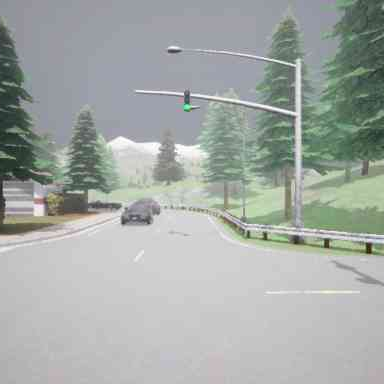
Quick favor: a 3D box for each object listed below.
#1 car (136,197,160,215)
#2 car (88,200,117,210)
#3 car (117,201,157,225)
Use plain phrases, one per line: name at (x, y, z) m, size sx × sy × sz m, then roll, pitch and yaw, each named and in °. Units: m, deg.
car at (-4.680, 1.352, 33.976) m, size 2.097 × 1.767 × 4.553 m, roll 0°, pitch 0°, yaw -19°
car at (-11.223, 1.608, 41.741) m, size 4.718 × 1.301 × 1.895 m, roll 0°, pitch 0°, yaw 14°
car at (-3.886, 1.564, 24.182) m, size 1.994 × 1.385 × 4.181 m, roll 0°, pitch 0°, yaw -2°
